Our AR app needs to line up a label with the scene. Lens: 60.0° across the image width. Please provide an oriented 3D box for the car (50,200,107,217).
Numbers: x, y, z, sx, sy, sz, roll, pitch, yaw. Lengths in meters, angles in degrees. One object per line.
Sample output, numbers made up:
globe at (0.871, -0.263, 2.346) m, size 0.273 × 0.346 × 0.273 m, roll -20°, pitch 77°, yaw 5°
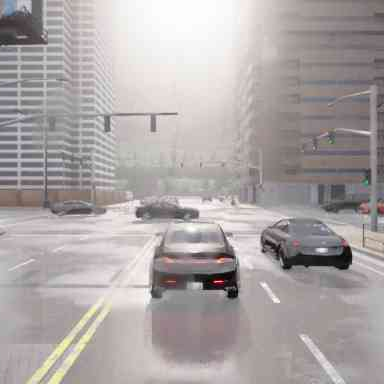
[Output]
car at (-10.365, 1.492, 30.478) m, size 4.902 × 1.511 × 2.128 m, roll 0°, pitch 0°, yaw -13°

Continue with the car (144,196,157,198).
car at (-7.161, 1.526, 53.298) m, size 1.812 × 1.442 × 4.674 m, roll 0°, pitch 0°, yaw 1°

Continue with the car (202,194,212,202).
car at (3.406, 1.355, 76.835) m, size 2.097 × 1.767 × 4.553 m, roll 0°, pitch 0°, yaw 0°

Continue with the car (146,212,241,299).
car at (0.055, 1.492, 8.462) m, size 2.128 × 1.511 × 4.902 m, roll 0°, pitch 0°, yaw 0°

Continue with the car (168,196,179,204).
car at (-3.624, 1.505, 65.031) m, size 1.837 × 1.490 × 4.892 m, roll 0°, pitch 0°, yaw 0°

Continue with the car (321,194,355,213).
car at (17.152, 1.221, 36.516) m, size 5.566 × 2.045 × 2.150 m, roll 0°, pitch 0°, yaw 0°

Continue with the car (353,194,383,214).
car at (18.977, 1.352, 32.996) m, size 4.553 × 1.767 × 2.097 m, roll 0°, pitch 0°, yaw 0°

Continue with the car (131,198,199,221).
car at (-1.921, 1.477, 25.900) m, size 5.008 × 1.535 × 1.882 m, roll 0°, pitch 0°, yaw 0°

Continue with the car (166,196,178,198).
car at (-3.656, 1.492, 55.092) m, size 2.128 × 1.511 × 4.902 m, roll 0°, pitch 0°, yaw 0°

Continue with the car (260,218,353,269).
car at (3.566, 1.564, 11.112) m, size 1.994 × 1.385 × 4.181 m, roll 0°, pitch 0°, yaw 0°
